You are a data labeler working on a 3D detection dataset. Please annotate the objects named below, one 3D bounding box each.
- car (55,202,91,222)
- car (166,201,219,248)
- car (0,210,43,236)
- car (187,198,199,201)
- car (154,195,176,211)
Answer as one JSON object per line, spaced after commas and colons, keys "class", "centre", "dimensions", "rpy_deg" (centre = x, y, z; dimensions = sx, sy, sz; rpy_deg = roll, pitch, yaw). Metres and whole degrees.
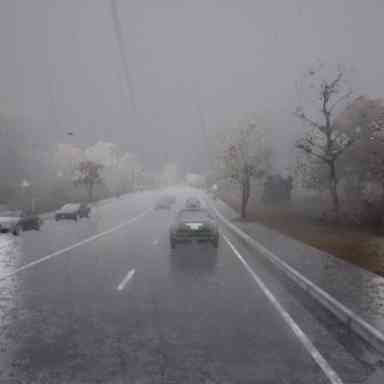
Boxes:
{"class": "car", "centre": [-10.589, 1.733, 29.906], "dimensions": [1.882, 1.535, 5.008], "rpy_deg": [0, 1, 0]}
{"class": "car", "centre": [0.102, 1.515, 15.889], "dimensions": [2.097, 1.767, 4.553], "rpy_deg": [0, -1, 0]}
{"class": "car", "centre": [-10.591, 1.767, 19.796], "dimensions": [1.994, 1.385, 4.181], "rpy_deg": [0, -1, 0]}
{"class": "car", "centre": [0.102, 1.437, 42.037], "dimensions": [2.033, 1.411, 5.357], "rpy_deg": [0, 2, 0]}
{"class": "car", "centre": [-3.497, 1.487, 40.836], "dimensions": [2.033, 1.411, 5.357], "rpy_deg": [0, 2, 0]}
